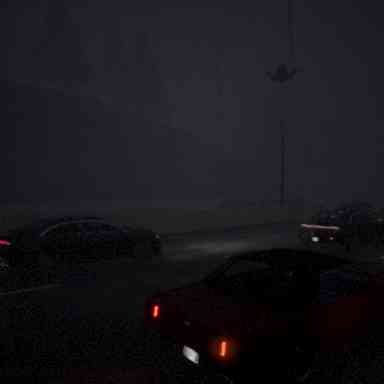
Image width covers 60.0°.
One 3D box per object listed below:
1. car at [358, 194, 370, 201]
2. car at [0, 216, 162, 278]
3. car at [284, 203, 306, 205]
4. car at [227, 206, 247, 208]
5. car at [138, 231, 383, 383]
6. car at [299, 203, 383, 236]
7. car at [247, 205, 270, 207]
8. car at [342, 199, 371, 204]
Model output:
[{"bbox_3d":[36.089,1.134,69.765,1.812,1.442,4.674,0,0,31],"label":"car"},{"bbox_3d":[-3.244,1.486,10.204,4.902,1.511,2.128,0,0,-37],"label":"car"},{"bbox_3d":[11.507,1.365,37.527,1.812,1.442,4.674,0,0,43],"label":"car"},{"bbox_3d":[5.312,1.430,41.192,1.994,1.385,4.181,0,0,44],"label":"car"},{"bbox_3d":[1.762,1.579,5.187,4.718,1.301,1.895,0,0,-37],"label":"car"},{"bbox_3d":[6.186,1.423,13.204,4.902,1.511,2.128,0,0,-40],"label":"car"},{"bbox_3d":[8.886,1.412,39.851,1.994,1.385,4.181,0,0,44],"label":"car"},{"bbox_3d":[11.093,1.385,22.157,4.892,1.490,1.837,0,0,-43],"label":"car"}]
